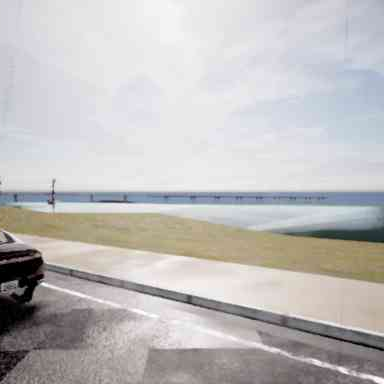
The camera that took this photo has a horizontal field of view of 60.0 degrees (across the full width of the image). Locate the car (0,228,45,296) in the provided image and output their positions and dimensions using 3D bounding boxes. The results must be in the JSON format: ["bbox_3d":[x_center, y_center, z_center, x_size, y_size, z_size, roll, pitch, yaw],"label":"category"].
[{"bbox_3d":[-5.279,1.511,7.460,4.902,1.511,2.128,-1,0,36],"label":"car"}]
